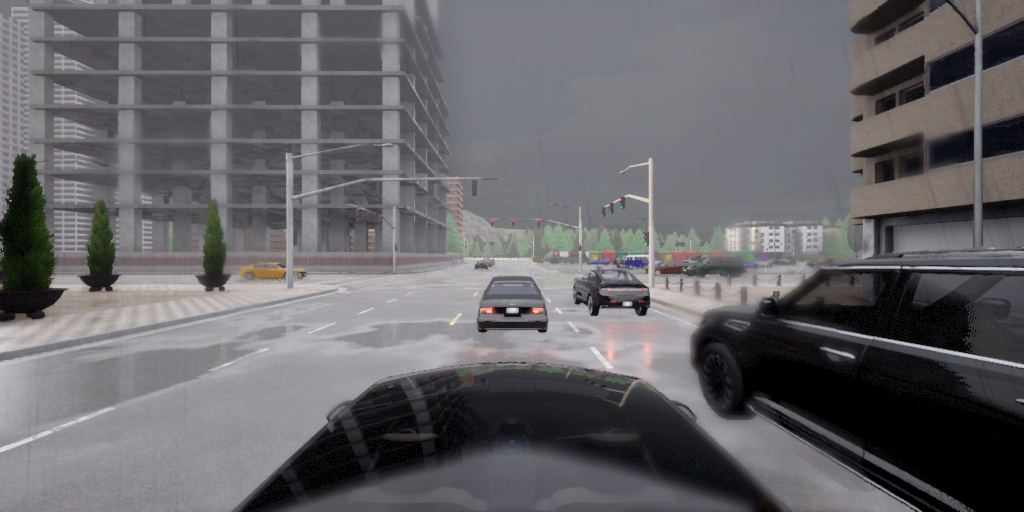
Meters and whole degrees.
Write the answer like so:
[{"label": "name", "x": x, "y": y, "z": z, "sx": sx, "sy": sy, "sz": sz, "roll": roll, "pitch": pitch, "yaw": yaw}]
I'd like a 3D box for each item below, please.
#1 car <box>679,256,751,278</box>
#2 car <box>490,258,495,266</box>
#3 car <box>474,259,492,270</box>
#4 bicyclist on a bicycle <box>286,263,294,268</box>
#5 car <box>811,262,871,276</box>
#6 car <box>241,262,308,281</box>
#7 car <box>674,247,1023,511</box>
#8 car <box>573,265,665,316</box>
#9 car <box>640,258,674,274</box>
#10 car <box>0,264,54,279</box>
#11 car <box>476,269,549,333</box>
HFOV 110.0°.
[{"label": "car", "x": 19.211, "y": 1.026, "z": 34.118, "sx": 5.566, "sy": 2.045, "sz": 2.150, "roll": 0, "pitch": 0, "yaw": 0}, {"label": "car", "x": -4.564, "y": 1.228, "z": 63.669, "sx": 1.882, "sy": 1.535, "sz": 5.008, "roll": 0, "pitch": 0, "yaw": 0}, {"label": "car", "x": -4.457, "y": 1.351, "z": 52.911, "sx": 1.895, "sy": 1.301, "sz": 4.718, "roll": 0, "pitch": 0, "yaw": -1}, {"label": "bicyclist on a bicycle", "x": -25.993, "y": 1.106, "z": 42.007, "sx": 0.582, "sy": 1.620, "sz": 1.656, "roll": 0, "pitch": 0, "yaw": 0}, {"label": "car", "x": 34.588, "y": 1.331, "z": 37.736, "sx": 4.674, "sy": 1.442, "sz": 1.812, "roll": 0, "pitch": 0, "yaw": -1}, {"label": "car", "x": -19.857, "y": 1.283, "z": 30.076, "sx": 5.008, "sy": 1.535, "sz": 1.882, "roll": 0, "pitch": 0, "yaw": 0}, {"label": "car", "x": 3.598, "y": 0.969, "z": 2.707, "sx": 2.150, "sy": 2.045, "sz": 5.566, "roll": 0, "pitch": 0, "yaw": 0}, {"label": "car", "x": 3.489, "y": 1.242, "z": 13.325, "sx": 2.128, "sy": 1.511, "sz": 4.902, "roll": 0, "pitch": 0, "yaw": -1}, {"label": "car", "x": 16.488, "y": 1.283, "z": 37.594, "sx": 5.008, "sy": 1.535, "sz": 1.882, "roll": 0, "pitch": 0, "yaw": 0}, {"label": "car", "x": -41.562, "y": 1.406, "z": 29.898, "sx": 4.718, "sy": 1.301, "sz": 1.895, "roll": 0, "pitch": 0, "yaw": 0}, {"label": "car", "x": 0.015, "y": 1.297, "z": 10.741, "sx": 2.033, "sy": 1.411, "sz": 5.357, "roll": 0, "pitch": 0, "yaw": 0}]
